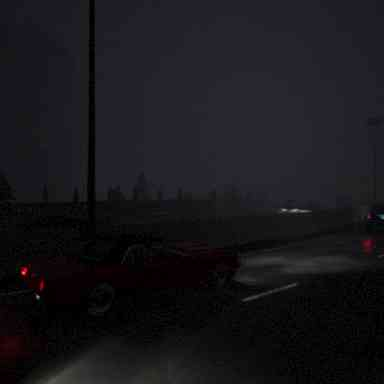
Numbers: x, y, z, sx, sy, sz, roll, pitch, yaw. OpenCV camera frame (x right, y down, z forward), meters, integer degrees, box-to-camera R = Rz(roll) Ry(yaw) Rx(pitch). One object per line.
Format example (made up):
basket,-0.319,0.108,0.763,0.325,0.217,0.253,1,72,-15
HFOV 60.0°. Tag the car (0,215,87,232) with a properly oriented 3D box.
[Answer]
car,-5.847,1.600,12.993,4.181,1.385,1.994,0,0,-38

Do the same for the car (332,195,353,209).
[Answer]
car,20.294,1.439,44.801,2.150,2.045,5.566,0,0,27

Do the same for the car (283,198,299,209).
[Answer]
car,14.741,1.729,49.398,1.837,1.490,4.892,0,-1,26

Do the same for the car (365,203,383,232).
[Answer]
car,12.095,1.457,20.062,2.097,1.767,4.553,0,0,42

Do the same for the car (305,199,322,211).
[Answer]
car,16.786,1.739,45.686,1.812,1.442,4.674,0,0,26

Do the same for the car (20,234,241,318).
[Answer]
car,-1.106,1.627,7.509,4.718,1.301,1.895,0,0,-38
